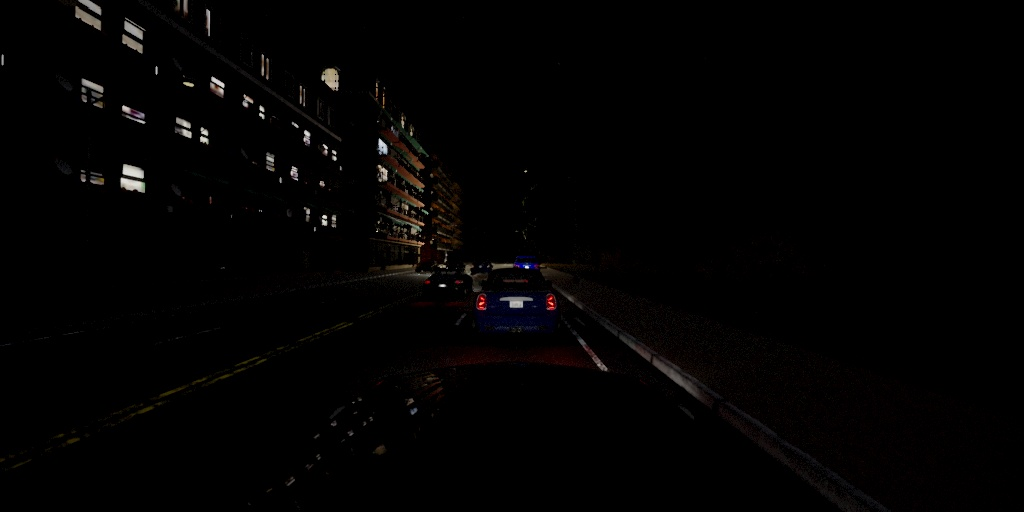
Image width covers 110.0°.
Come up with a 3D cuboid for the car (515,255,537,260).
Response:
[{"bbox_3d":[1.151,0.977,30.115,2.150,2.045,5.566,0,0,0],"label":"car"}]

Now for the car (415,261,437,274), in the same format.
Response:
[{"bbox_3d":[-9.832,1.299,41.958,2.033,1.411,5.357,0,0,0],"label":"car"}]

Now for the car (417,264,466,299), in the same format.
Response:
[{"bbox_3d":[-3.142,1.316,18.211,1.994,1.385,4.181,0,0,0],"label":"car"}]

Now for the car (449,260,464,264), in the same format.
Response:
[{"bbox_3d":[-6.581,1.256,41.644,1.837,1.490,4.892,0,0,0],"label":"car"}]

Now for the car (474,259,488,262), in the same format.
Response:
[{"bbox_3d":[-3.135,1.103,37.977,2.097,1.767,4.553,0,0,0],"label":"car"}]

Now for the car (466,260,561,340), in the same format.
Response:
[{"bbox_3d":[0.103,1.103,10.162,2.097,1.767,4.553,0,0,0],"label":"car"}]
